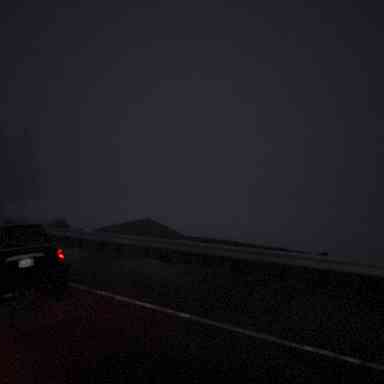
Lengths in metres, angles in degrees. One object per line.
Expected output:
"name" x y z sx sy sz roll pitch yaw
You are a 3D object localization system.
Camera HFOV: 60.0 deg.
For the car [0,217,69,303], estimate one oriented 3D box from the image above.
"car" -4.917 1.419 7.756 4.553 1.767 2.097 -1 0 37
